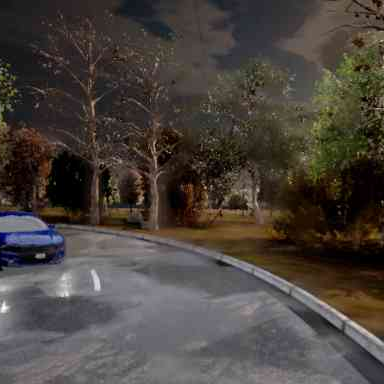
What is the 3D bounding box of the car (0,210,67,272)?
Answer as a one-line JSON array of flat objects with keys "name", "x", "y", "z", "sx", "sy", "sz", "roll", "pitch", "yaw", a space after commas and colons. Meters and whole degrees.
[{"name": "car", "x": -5.869, "y": 1.427, "z": 11.066, "sx": 1.882, "sy": 1.535, "sz": 5.008, "roll": 3, "pitch": 0, "yaw": -43}]
